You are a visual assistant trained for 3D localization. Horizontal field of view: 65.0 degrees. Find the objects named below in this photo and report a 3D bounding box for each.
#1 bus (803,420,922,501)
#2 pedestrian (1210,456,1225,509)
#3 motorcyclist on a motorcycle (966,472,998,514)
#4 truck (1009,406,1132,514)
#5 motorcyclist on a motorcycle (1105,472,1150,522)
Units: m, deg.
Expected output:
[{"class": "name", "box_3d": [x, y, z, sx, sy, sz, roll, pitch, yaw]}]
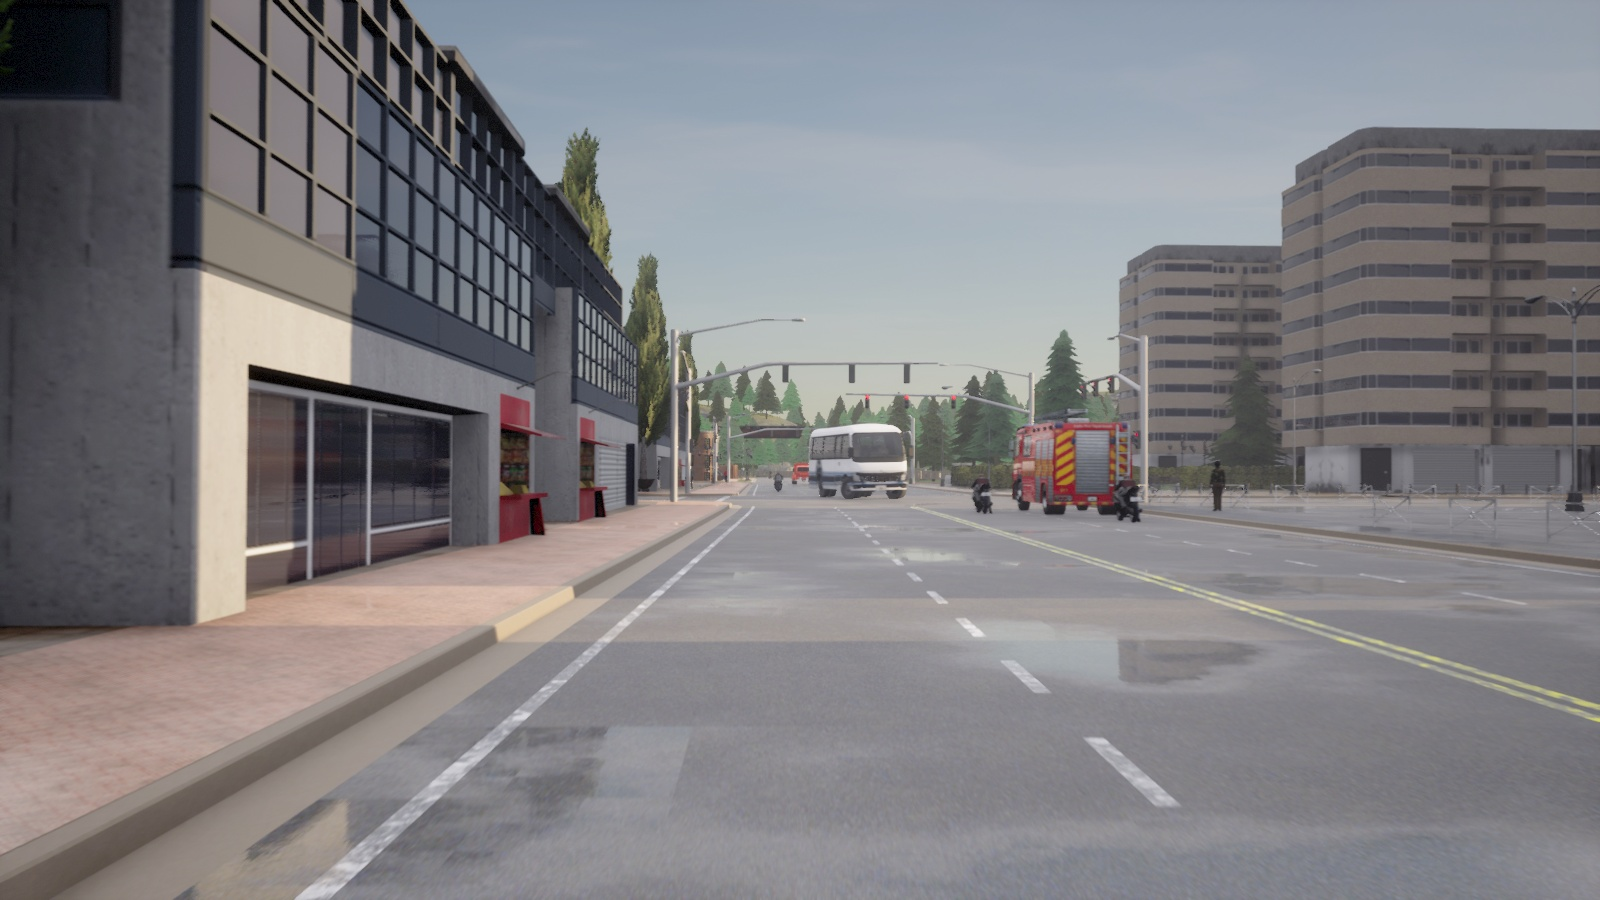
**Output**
[{"class": "bus", "box_3d": [3.402, 0.644, 72.826, 3.944, 4.253, 10.273, -1, -1, -14]}, {"class": "pedestrian", "box_3d": [15.234, 1.180, 45.851, 0.395, 1.930, 0.692, 0, -1, 8]}, {"class": "motorcyclist on a motorcycle", "box_3d": [6.865, 1.616, 47.430, 0.866, 1.530, 2.191, 0, -1, 0]}, {"class": "truck", "box_3d": [10.341, 0.428, 48.957, 2.891, 3.827, 8.468, 0, -1, -1]}, {"class": "motorcyclist on a motorcycle", "box_3d": [10.402, 1.477, 39.966, 0.866, 1.530, 2.191, 0, -1, 0]}]
